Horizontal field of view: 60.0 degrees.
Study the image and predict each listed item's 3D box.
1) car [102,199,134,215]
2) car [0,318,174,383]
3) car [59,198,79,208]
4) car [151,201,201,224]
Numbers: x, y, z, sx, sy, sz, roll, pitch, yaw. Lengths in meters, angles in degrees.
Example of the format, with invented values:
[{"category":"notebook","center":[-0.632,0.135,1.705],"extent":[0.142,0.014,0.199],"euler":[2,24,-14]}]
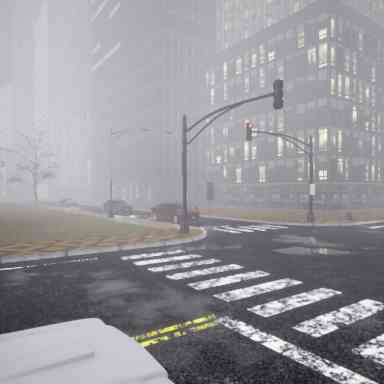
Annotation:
[{"category":"car","center":[-7.652,1.510,34.041],"extent":[1.837,1.490,4.892],"euler":[0,0,-35]},{"category":"car","center":[-2.297,1.601,1.804],"extent":[4.718,1.301,1.895],"euler":[0,0,-36]},{"category":"car","center":[-18.235,1.552,49.102],"extent":[2.033,1.411,5.357],"euler":[0,0,-35]},{"category":"car","center":[-1.292,1.483,25.009],"extent":[1.882,1.535,5.008],"euler":[0,0,-35]}]
